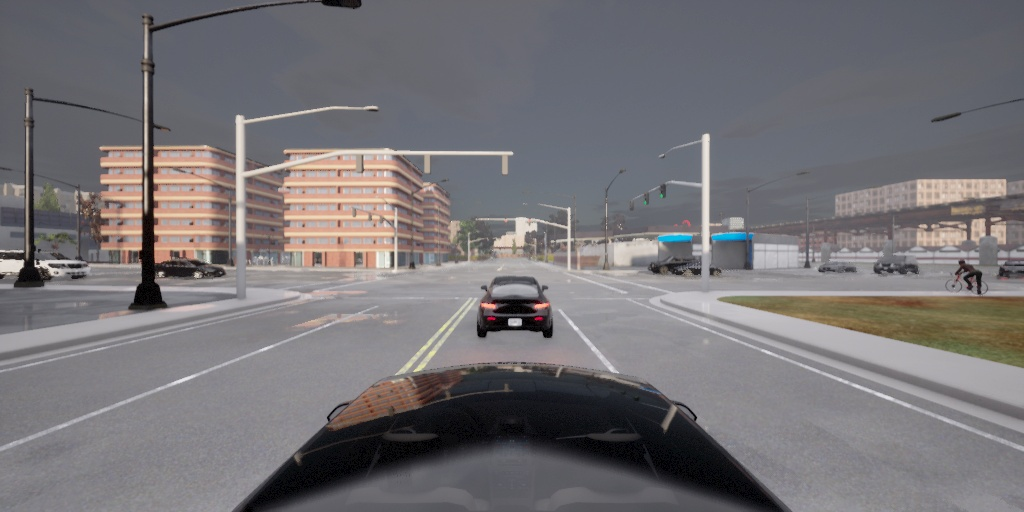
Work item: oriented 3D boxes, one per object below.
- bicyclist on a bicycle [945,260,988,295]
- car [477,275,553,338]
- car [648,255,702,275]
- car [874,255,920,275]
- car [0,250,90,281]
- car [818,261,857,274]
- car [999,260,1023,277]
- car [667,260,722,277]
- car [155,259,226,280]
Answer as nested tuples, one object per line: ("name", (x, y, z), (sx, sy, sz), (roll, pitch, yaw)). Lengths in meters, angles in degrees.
("bicyclist on a bicycle", (21.913, 1.034, 17.313), (0.582, 1.620, 1.656), (0, 0, 0))
("car", (0.075, 1.267, 10.078), (1.812, 1.442, 4.674), (0, 0, 0))
("car", (17.193, 0.933, 37.398), (5.566, 2.045, 2.150), (0, 0, 1))
("car", (40.995, 0.935, 38.167), (5.566, 2.045, 2.150), (0, 0, -26))
("car", (-32.772, 0.638, 24.777), (5.566, 2.045, 2.150), (1, 0, 1))
("car", (36.320, 1.273, 40.019), (4.181, 1.385, 1.994), (0, 0, -22))
("car", (47.797, 1.207, 33.834), (4.902, 1.511, 2.128), (0, 0, -30))
("car", (17.468, 1.279, 33.961), (4.181, 1.385, 1.994), (0, 0, 0))
("car", (-25.261, 1.036, 28.138), (4.892, 1.490, 1.837), (1, 0, 1))
